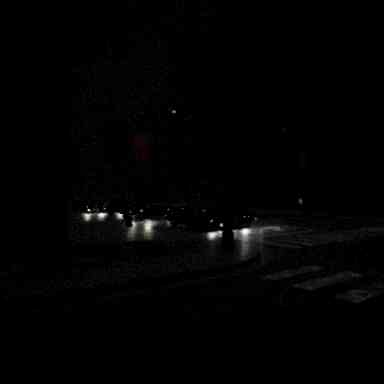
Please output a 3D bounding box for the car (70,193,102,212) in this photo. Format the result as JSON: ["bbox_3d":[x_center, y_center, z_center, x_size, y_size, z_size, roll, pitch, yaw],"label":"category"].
[{"bbox_3d":[-12.073,1.177,38.601,2.150,2.045,5.566,0,0,-36],"label":"car"}]

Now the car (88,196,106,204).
[{"bbox_3d":[-18.250,1.454,63.868,1.994,1.385,4.181,0,0,-36],"label":"car"}]

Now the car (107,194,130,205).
[{"bbox_3d":[-12.300,1.268,55.736,2.097,1.767,4.553,0,0,-36],"label":"car"}]

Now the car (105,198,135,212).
[{"bbox_3d":[-8.561,1.486,39.300,1.812,1.442,4.674,0,0,-36],"label":"car"}]

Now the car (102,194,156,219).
[{"bbox_3d":[-5.827,1.209,30.041,2.150,2.045,5.566,0,0,-36],"label":"car"}]

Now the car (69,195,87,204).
[{"bbox_3d":[-21.715,1.392,63.100,1.837,1.490,4.892,0,0,-36],"label":"car"}]

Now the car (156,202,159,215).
[{"bbox_3d":[-2.698,1.591,31.268,1.895,1.301,4.718,0,0,-36],"label":"car"}]

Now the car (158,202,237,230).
[{"bbox_3d":[0.189,1.566,21.815,2.033,1.411,5.357,0,0,-36],"label":"car"}]

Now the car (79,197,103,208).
[{"bbox_3d":[-14.507,1.435,47.497,1.837,1.490,4.892,0,0,-35],"label":"car"}]

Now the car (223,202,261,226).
[{"bbox_3d":[2.770,1.523,23.793,1.837,1.490,4.892,0,0,-36],"label":"car"}]
